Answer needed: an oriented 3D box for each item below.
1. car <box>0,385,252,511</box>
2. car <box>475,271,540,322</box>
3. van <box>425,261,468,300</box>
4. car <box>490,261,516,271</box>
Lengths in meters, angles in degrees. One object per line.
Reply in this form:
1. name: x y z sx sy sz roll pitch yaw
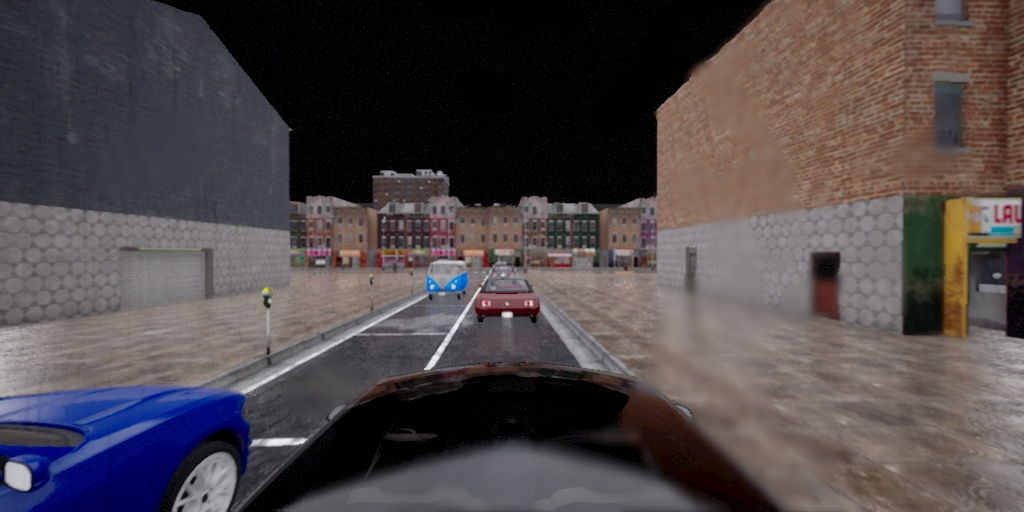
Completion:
1. car: -2.944 1.227 0.803 1.882 1.535 5.008 0 0 -2
2. car: -0.190 1.370 12.324 1.895 1.301 4.718 0 0 -2
3. van: -3.098 1.122 17.652 1.690 1.789 3.998 0 0 -2
4. car: -0.643 1.346 26.668 2.033 1.411 5.357 0 0 -2
